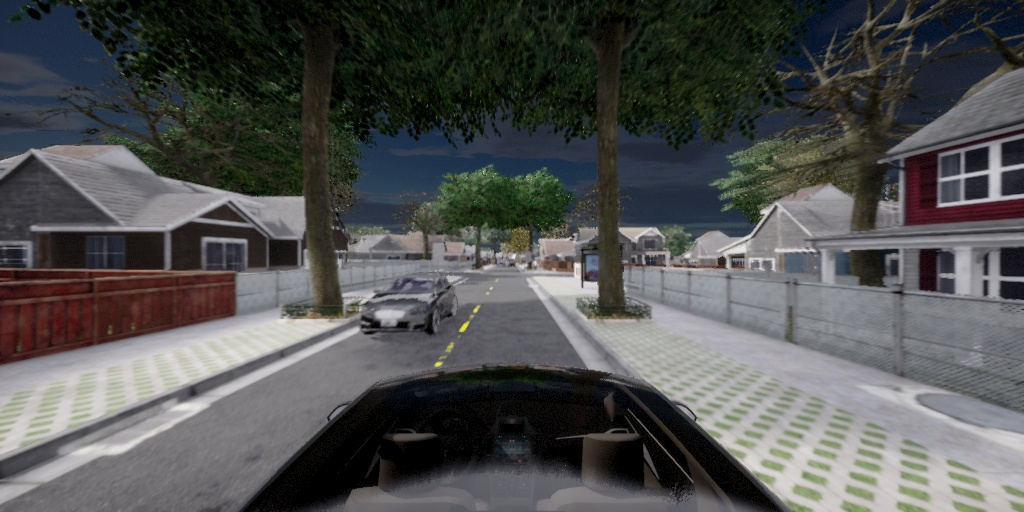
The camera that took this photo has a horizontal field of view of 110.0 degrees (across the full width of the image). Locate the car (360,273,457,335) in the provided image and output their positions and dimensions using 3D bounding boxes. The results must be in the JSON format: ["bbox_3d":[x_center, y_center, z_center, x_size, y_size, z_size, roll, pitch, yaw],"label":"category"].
[{"bbox_3d":[-2.849,1.295,10.754,2.128,1.511,4.902,0,0,0],"label":"car"}]
